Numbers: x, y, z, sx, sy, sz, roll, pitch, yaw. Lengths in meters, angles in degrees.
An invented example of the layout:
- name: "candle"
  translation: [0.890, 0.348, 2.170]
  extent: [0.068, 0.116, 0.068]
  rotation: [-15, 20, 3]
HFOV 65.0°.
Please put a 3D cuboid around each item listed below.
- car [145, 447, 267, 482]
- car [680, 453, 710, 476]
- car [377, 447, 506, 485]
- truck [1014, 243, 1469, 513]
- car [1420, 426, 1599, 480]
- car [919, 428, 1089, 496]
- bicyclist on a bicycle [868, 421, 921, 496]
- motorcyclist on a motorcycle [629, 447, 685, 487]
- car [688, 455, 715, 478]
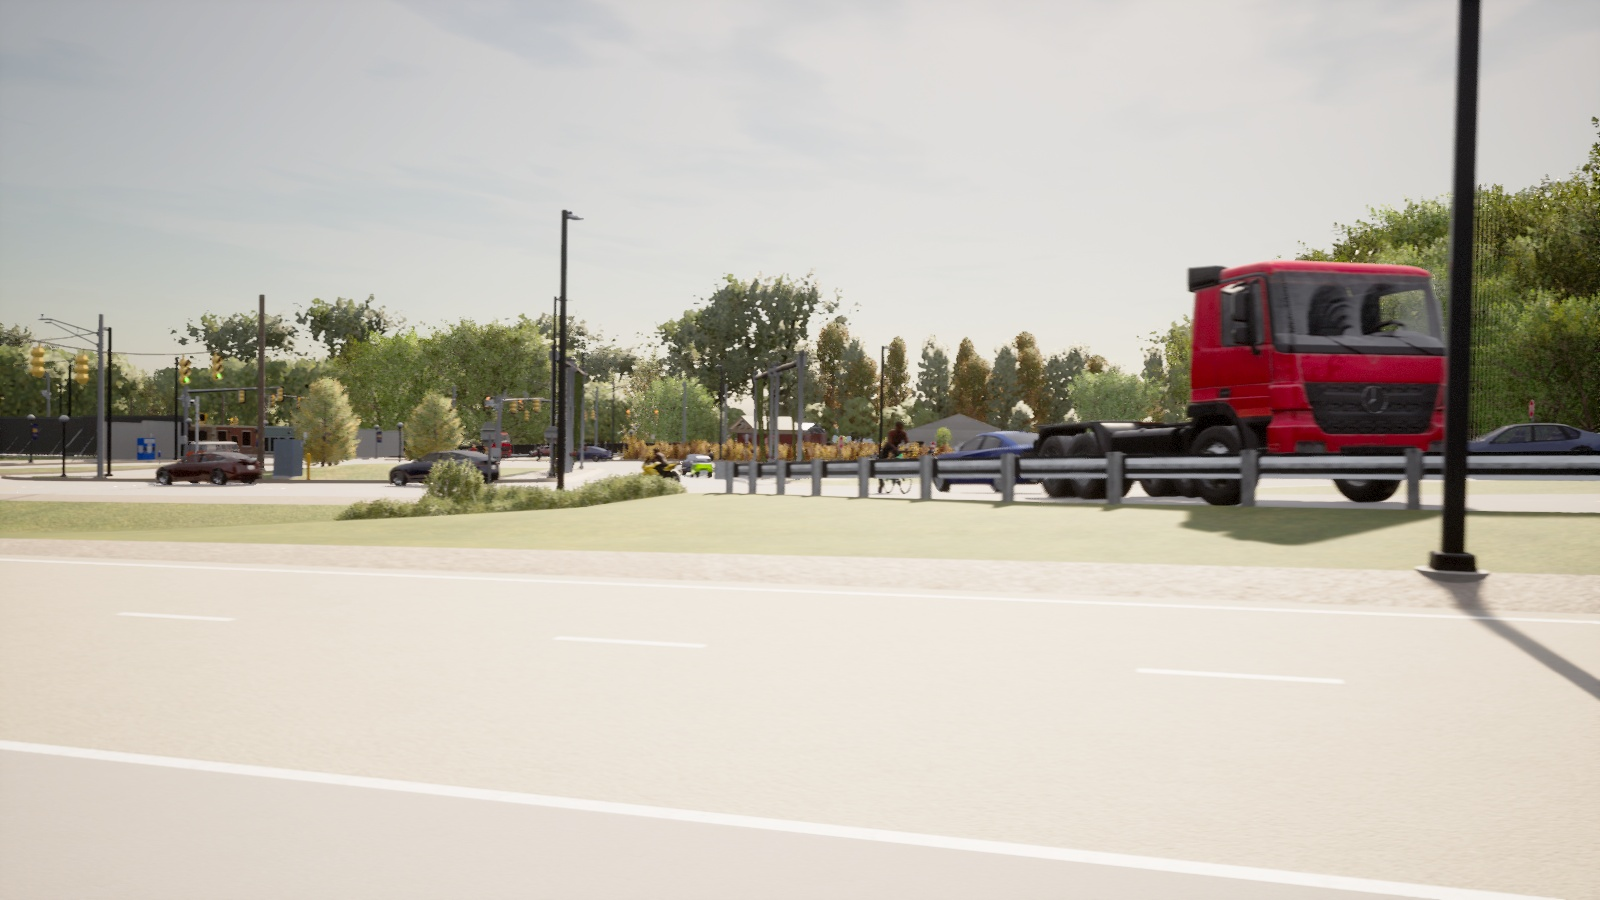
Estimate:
- name: "car"
  translation: [-26.586, 0.618, 56.231]
  extent: [4.792, 1.488, 2.163]
  rotation: [0, 1, 18]
- name: "car"
  translation: [-7.146, 0.964, 85.403]
  extent: [1.812, 1.442, 4.674]
  rotation: [1, 0, -7]
- name: "car"
  translation: [-14.955, 0.644, 52.462]
  extent: [4.792, 1.488, 2.163]
  rotation: [0, 1, 20]
- name: "truck"
  translation: [6.512, -0.867, 20.294]
  extent: [2.891, 3.462, 7.936]
  rotation: [0, -1, -16]
- name: "car"
  translation: [21.997, 0.069, 38.216]
  extent: [5.357, 1.411, 2.033]
  rotation: [-2, 0, 20]
- name: "car"
  translation: [4.926, 0.334, 31.149]
  extent: [1.882, 1.535, 5.008]
  rotation: [1, -1, -21]
- name: "bicyclist on a bicycle"
  translation: [2.093, 0.201, 27.971]
  extent: [0.582, 1.620, 1.656]
  rotation: [1, -1, -18]
- name: "motorcyclist on a motorcycle"
  translation: [-5.519, 0.648, 48.287]
  extent: [2.044, 1.523, 0.797]
  rotation: [-1, 1, 30]
- name: "car"
  translation: [-6.166, 1.001, 78.556]
  extent: [1.481, 1.376, 2.207]
  rotation: [1, 0, -9]
